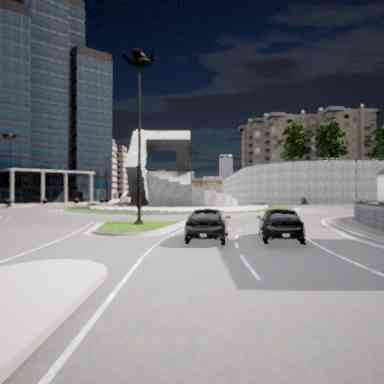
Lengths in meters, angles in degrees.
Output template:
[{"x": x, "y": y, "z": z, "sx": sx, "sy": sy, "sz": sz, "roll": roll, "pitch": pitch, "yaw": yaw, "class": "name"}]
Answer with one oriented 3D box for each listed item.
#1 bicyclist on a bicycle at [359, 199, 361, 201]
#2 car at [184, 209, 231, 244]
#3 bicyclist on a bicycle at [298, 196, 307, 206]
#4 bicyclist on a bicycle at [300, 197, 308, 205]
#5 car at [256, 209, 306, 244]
[{"x": 19.861, "y": 1.654, "z": 39.263, "sx": 0.582, "sy": 1.620, "sz": 1.656, "roll": 0, "pitch": -1, "yaw": 41, "class": "bicyclist on a bicycle"}, {"x": 0.813, "y": 1.589, "z": 16.377, "sx": 1.837, "sy": 1.490, "sz": 4.892, "roll": -1, "pitch": 0, "yaw": 8, "class": "car"}, {"x": 21.626, "y": 1.721, "z": 65.112, "sx": 1.656, "sy": 1.620, "sz": 0.582, "roll": -10, "pitch": 5, "yaw": -30, "class": "bicyclist on a bicycle"}, {"x": 21.961, "y": 1.755, "z": 64.586, "sx": 1.656, "sy": 1.620, "sz": 0.582, "roll": -6, "pitch": 11, "yaw": -28, "class": "bicyclist on a bicycle"}, {"x": 4.332, "y": 1.589, "z": 16.376, "sx": 1.837, "sy": 1.490, "sz": 4.892, "roll": -1, "pitch": 0, "yaw": 9, "class": "car"}]
